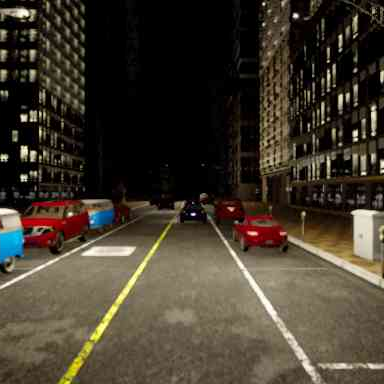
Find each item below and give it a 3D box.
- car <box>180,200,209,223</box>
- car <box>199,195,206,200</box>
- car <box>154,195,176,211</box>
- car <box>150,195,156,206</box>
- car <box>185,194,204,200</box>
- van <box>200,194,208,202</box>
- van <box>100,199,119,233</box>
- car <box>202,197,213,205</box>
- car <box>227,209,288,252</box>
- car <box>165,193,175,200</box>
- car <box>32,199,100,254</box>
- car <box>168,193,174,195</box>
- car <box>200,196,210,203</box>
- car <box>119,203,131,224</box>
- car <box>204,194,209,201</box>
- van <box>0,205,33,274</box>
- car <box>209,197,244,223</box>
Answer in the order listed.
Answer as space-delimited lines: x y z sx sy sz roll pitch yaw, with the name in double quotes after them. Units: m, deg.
0.103 1.549 25.610 1.994 1.385 4.181 0 0 0 "car"
2.699 1.451 87.301 1.887 1.381 4.507 0 0 0 "car"
-3.088 1.450 40.363 1.882 1.535 5.008 0 0 0 "car"
-5.685 1.527 53.291 1.947 1.339 4.313 0 0 0 "car"
0.105 1.323 41.844 2.097 1.767 4.553 0 0 0 "car"
2.698 1.269 75.965 1.690 1.788 3.998 0 0 0 "van"
-5.689 1.332 19.281 1.690 1.788 3.998 0 0 0 "van"
2.696 1.537 58.957 1.802 1.307 4.206 0 0 0 "car"
2.691 1.576 13.612 1.802 1.307 4.206 0 0 0 "car"
-5.681 1.222 87.301 2.192 1.841 5.009 0 0 0 "car"
-5.689 1.310 13.613 2.192 1.841 5.009 0 0 0 "car"
-5.682 1.483 81.634 1.947 1.339 4.313 0 0 0 "car"
2.697 1.520 70.297 1.802 1.307 4.206 0 0 0 "car"
-5.688 1.531 24.949 1.887 1.381 4.507 0 0 0 "car"
2.695 1.505 53.289 1.887 1.381 4.507 0 0 0 "car"
-5.690 1.339 7.945 1.690 1.788 3.998 0 0 0 "van"
2.692 1.301 24.948 2.192 1.841 5.009 0 0 0 "car"
